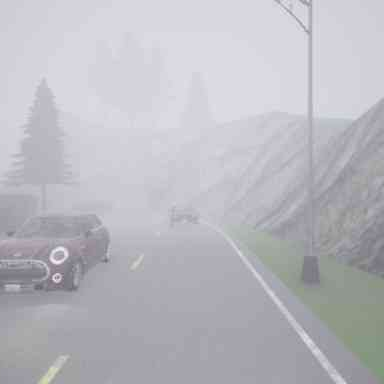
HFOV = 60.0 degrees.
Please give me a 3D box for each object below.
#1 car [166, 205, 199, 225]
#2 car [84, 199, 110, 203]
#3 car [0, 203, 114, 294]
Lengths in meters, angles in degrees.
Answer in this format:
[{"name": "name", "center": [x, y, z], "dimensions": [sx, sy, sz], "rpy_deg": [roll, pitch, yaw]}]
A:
[{"name": "car", "center": [-0.818, 1.607, 24.104], "dimensions": [1.895, 1.301, 4.718], "rpy_deg": [0, 0, -9]}, {"name": "car", "center": [-11.200, 1.536, 37.757], "dimensions": [4.674, 1.442, 1.812], "rpy_deg": [0, -1, 12]}, {"name": "car", "center": [-3.652, 1.355, 8.994], "dimensions": [2.097, 1.767, 4.553], "rpy_deg": [0, 0, -1]}]
